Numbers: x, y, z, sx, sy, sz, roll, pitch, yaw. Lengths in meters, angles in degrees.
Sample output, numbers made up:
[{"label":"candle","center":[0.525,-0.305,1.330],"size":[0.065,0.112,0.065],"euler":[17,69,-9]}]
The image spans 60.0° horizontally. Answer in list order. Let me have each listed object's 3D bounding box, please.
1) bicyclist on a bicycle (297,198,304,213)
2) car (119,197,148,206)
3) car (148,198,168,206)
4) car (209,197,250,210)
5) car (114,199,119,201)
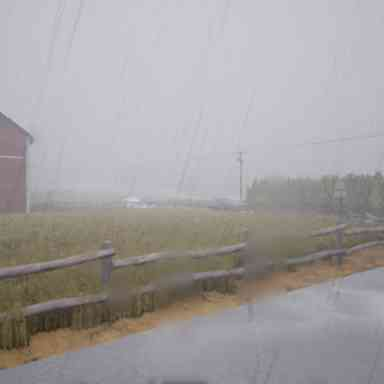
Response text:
[{"label":"bicyclist on a bicycle","center":[11.273,1.443,34.070],"size":[1.656,1.620,0.582],"euler":[0,0,-35]},{"label":"car","center":[-9.062,1.516,51.402],"size":[1.812,1.442,4.674],"euler":[0,0,-35]},{"label":"car","center":[-5.515,1.554,52.057],"size":[1.994,1.385,4.181],"euler":[0,0,-35]},{"label":"car","center":[3.703,1.344,33.258],"size":[2.097,1.767,4.553],"euler":[0,0,-35]},{"label":"car","center":[-11.748,1.537,59.838],"size":[5.357,1.411,2.033],"euler":[0,0,33]}]
